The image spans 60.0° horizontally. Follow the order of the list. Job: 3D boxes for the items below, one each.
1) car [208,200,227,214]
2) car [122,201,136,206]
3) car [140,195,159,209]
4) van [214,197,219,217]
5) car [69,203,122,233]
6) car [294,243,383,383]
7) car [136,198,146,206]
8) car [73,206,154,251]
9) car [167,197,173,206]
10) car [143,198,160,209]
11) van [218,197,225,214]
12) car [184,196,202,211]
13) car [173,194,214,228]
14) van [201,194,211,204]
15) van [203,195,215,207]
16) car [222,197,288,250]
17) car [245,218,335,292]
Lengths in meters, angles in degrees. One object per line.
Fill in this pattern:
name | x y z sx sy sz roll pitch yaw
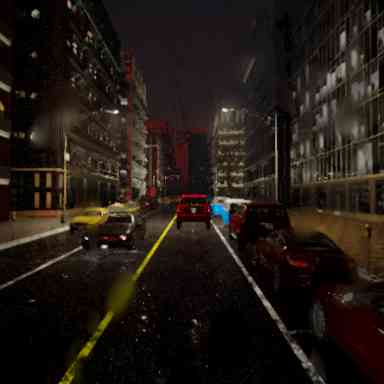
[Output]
car | 2.704 1.591 36.152 1.802 1.307 4.206 1 0 0
car | -5.675 1.532 24.940 1.752 1.417 4.829 1 0 0
car | -5.670 1.326 41.643 2.192 1.841 5.009 1 0 0
van | 2.709 1.349 30.645 1.690 1.788 3.998 1 0 0
car | -5.675 1.531 19.427 1.752 1.417 4.829 1 0 0
car | 2.704 1.583 3.585 1.802 1.307 4.206 1 0 0
car | -5.675 1.533 30.450 1.752 1.417 4.829 1 0 0
car | -3.099 1.551 14.436 2.033 1.411 5.357 0 0 0
car | -3.067 1.492 54.785 1.882 1.535 5.008 0 0 0
car | -5.675 1.557 47.154 1.887 1.381 4.507 1 0 0
van | 2.709 1.346 19.629 1.690 1.788 3.998 1 0 0
car | 0.101 1.363 41.086 2.097 1.767 4.553 0 0 0
car | 0.100 1.228 22.564 2.150 2.045 5.566 0 0 0
van | 2.708 1.358 63.693 1.690 1.788 3.998 1 0 0
van | 2.709 1.355 52.676 1.690 1.788 3.998 1 0 0
car | 2.709 1.318 14.121 2.192 1.841 5.009 1 0 0
car | 2.704 1.584 8.613 1.802 1.307 4.206 1 0 0
